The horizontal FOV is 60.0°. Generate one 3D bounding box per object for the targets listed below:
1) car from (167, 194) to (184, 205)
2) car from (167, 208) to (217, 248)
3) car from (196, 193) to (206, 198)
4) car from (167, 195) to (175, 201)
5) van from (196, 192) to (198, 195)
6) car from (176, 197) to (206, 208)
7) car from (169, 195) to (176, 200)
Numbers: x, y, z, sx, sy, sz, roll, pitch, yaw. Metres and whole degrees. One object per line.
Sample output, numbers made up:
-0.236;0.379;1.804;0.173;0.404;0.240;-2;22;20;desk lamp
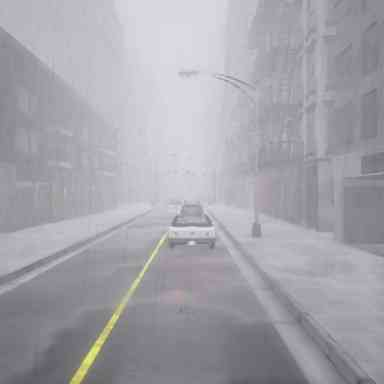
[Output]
-2.750;1.498;57.651;1.882;1.535;5.008;0;0;0;car
0.000;1.614;14.681;1.895;1.301;4.718;0;0;0;car
2.637;1.522;81.063;2.008;1.369;4.403;0;0;0;car
-5.388;1.548;86.745;1.802;1.307;4.206;0;0;0;car
2.637;1.308;86.745;1.690;1.788;3.998;0;0;0;van
0.000;1.492;29.650;2.128;1.511;4.902;0;0;0;car
-5.388;1.528;92.428;1.947;1.339;4.313;0;0;0;car
